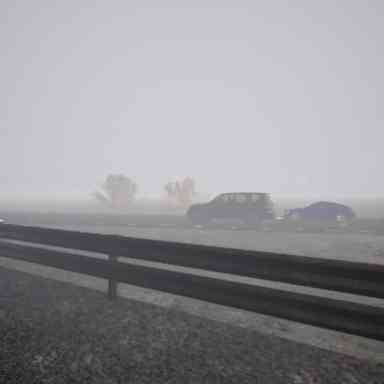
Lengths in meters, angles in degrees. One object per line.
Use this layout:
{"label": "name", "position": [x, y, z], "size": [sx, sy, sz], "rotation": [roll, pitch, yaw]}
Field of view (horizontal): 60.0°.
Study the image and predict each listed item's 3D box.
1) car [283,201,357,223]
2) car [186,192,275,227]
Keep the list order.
{"label": "car", "position": [8.695, 1.328, 22.808], "size": [4.674, 1.442, 1.812], "rotation": [0, 0, 18]}
{"label": "car", "position": [2.419, 1.024, 21.140], "size": [5.566, 2.045, 2.150], "rotation": [0, 0, 18]}
